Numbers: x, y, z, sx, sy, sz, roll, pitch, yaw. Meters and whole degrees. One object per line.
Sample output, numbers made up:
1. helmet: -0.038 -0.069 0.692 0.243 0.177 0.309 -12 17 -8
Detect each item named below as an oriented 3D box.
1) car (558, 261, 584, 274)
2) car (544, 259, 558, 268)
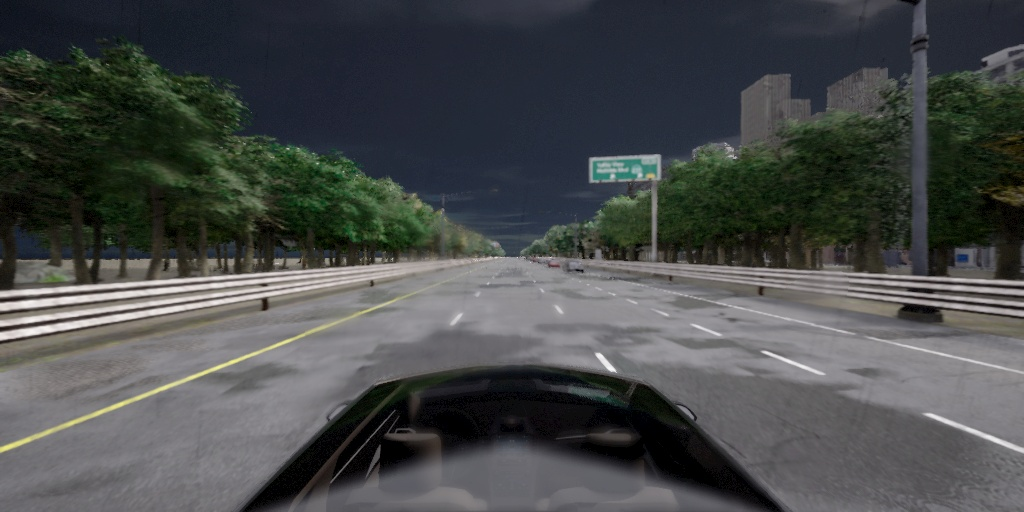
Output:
1. car: 7.044 1.287 41.555 2.033 1.411 5.357 0 0 0
2. car: 7.075 1.295 61.461 1.994 1.385 4.181 0 0 0
